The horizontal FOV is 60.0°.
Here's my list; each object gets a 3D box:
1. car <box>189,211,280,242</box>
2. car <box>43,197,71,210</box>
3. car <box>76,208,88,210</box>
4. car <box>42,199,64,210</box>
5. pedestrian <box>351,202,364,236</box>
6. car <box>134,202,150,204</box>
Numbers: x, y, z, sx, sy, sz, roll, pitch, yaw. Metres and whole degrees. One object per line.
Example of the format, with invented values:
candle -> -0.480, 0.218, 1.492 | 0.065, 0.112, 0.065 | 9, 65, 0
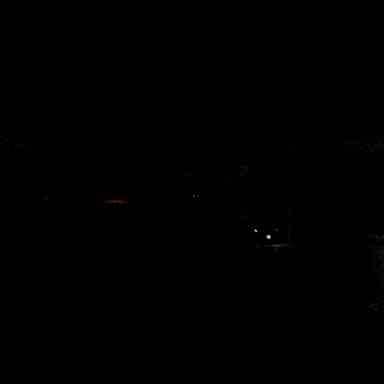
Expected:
car -> 1.946, 1.667, 17.179 | 2.033, 1.411, 5.357 | 2, -2, -35
car -> -18.820, 1.710, 45.334 | 2.150, 2.045, 5.566 | 2, -2, -38
car -> -9.670, 1.853, 33.326 | 1.837, 1.490, 4.892 | 2, -2, -37
car -> -23.057, 2.005, 54.954 | 2.097, 1.767, 4.553 | 3, -2, -40
pedestrian -> 8.755, 1.415, 17.693 | 0.375, 1.860, 0.375 | 1, -1, -35
car -> -3.725, 1.592, 25.211 | 2.097, 1.767, 4.553 | 2, -2, -36
